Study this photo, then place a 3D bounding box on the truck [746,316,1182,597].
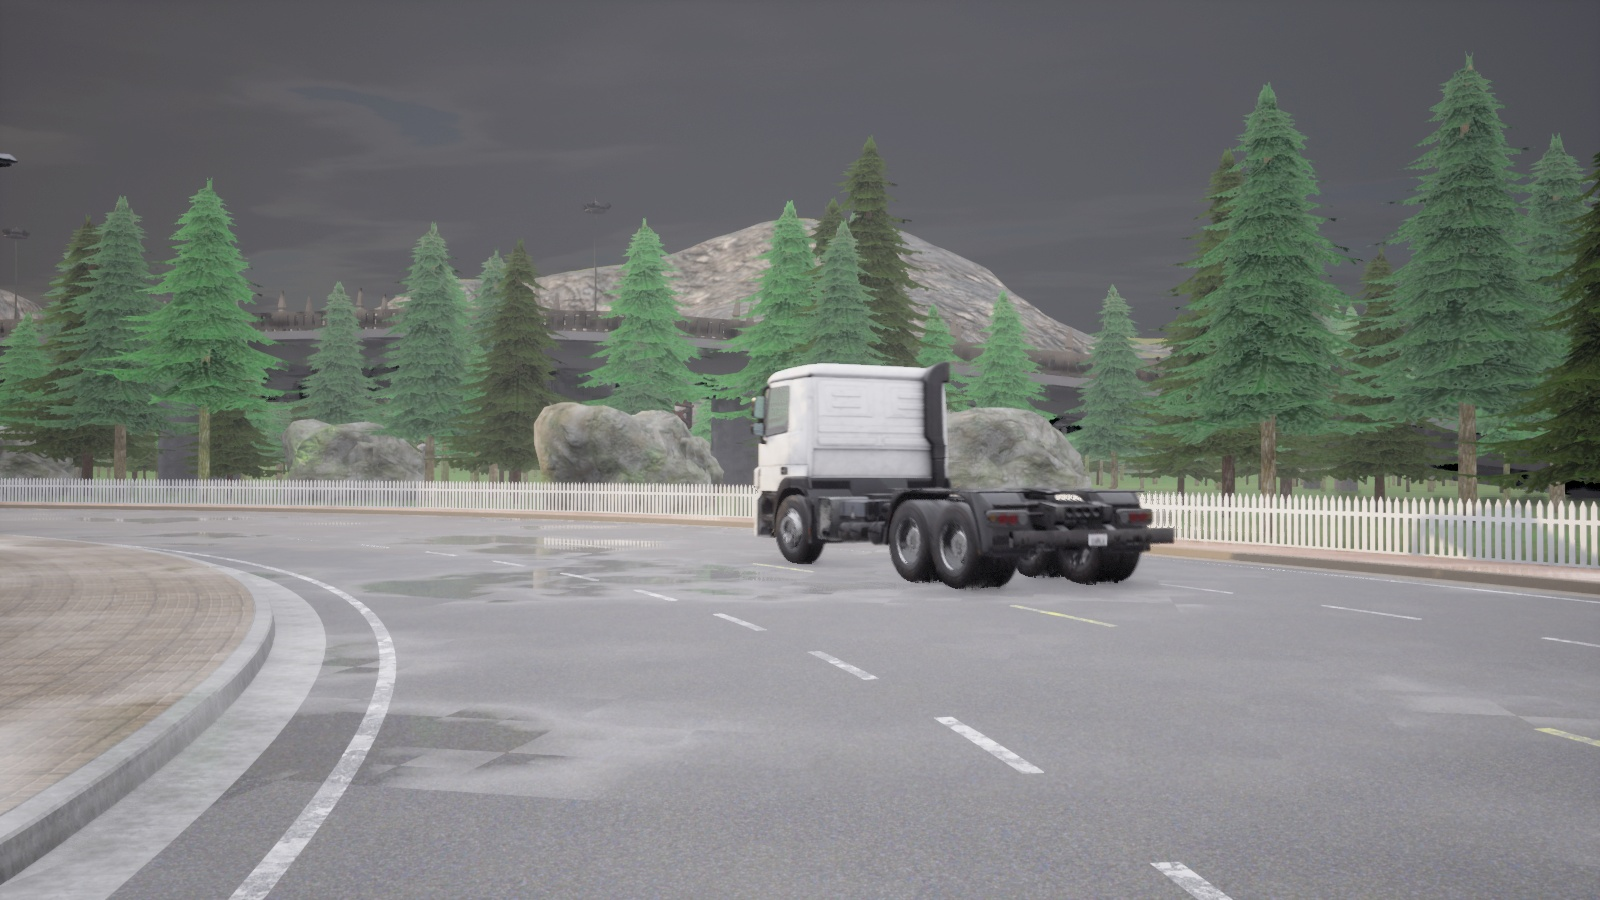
[{"bbox_3d":[2.054,0.154,19.672,2.891,3.462,7.936,0,-1,-26],"label":"truck"}]
